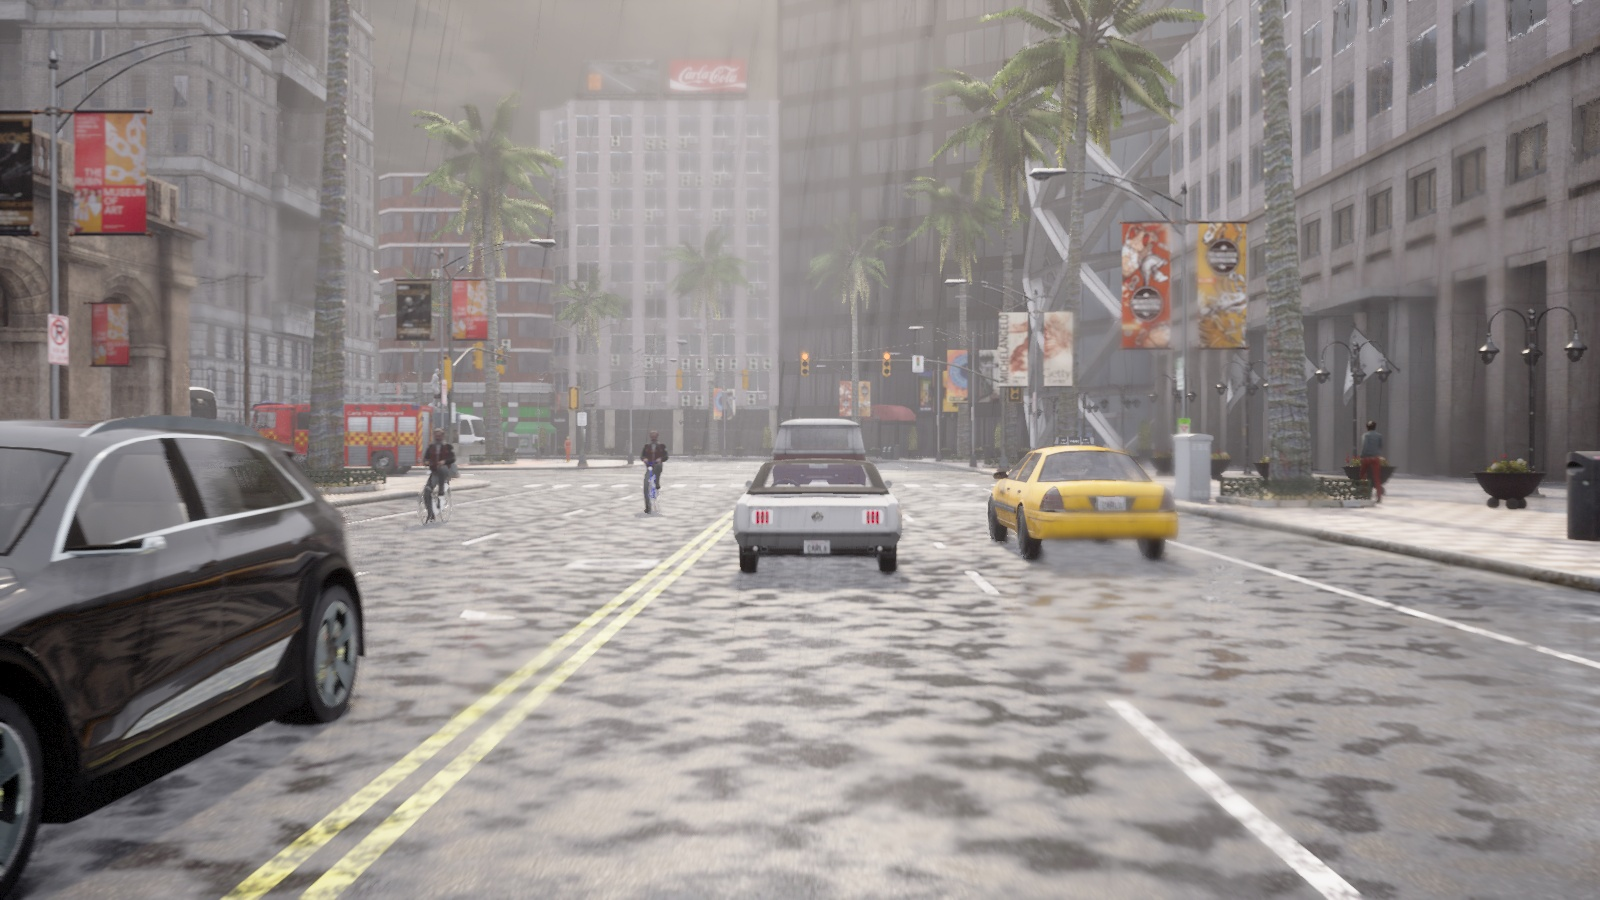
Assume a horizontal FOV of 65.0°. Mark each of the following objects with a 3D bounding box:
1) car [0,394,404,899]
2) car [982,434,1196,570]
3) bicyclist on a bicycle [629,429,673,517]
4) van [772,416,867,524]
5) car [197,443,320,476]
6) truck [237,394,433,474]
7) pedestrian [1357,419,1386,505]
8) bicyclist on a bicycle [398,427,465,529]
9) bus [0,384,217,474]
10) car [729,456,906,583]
[{"bbox_3d":[-3.447,0.644,5.199,2.033,1.649,4.856,0,0,1],"label":"car"},{"bbox_3d":[3.761,0.591,17.324,1.801,1.575,5.366,0,0,1],"label":"car"},{"bbox_3d":[-3.090,0.467,26.179,0.659,1.776,1.843,0,0,1],"label":"bicyclist on a bicycle"},{"bbox_3d":[0.398,0.356,25.499,1.775,1.987,4.442,0,0,1],"label":"van"},{"bbox_3d":[-24.884,0.406,57.824,4.892,1.490,1.837,0,0,1],"label":"car"},{"bbox_3d":[-22.571,-0.781,61.266,8.468,3.827,2.891,0,0,1],"label":"truck"},{"bbox_3d":[12.506,0.258,27.498,0.353,1.847,0.614,0,0,0],"label":"pedestrian"},{"bbox_3d":[-6.647,0.484,22.738,0.659,1.776,1.843,0,0,1],"label":"bicyclist on a bicycle"},{"bbox_3d":[-34.595,-1.004,61.483,10.273,4.253,3.944,0,0,0],"label":"bus"},{"bbox_3d":[0.233,0.758,15.794,1.895,1.301,4.718,0,0,1],"label":"car"}]
